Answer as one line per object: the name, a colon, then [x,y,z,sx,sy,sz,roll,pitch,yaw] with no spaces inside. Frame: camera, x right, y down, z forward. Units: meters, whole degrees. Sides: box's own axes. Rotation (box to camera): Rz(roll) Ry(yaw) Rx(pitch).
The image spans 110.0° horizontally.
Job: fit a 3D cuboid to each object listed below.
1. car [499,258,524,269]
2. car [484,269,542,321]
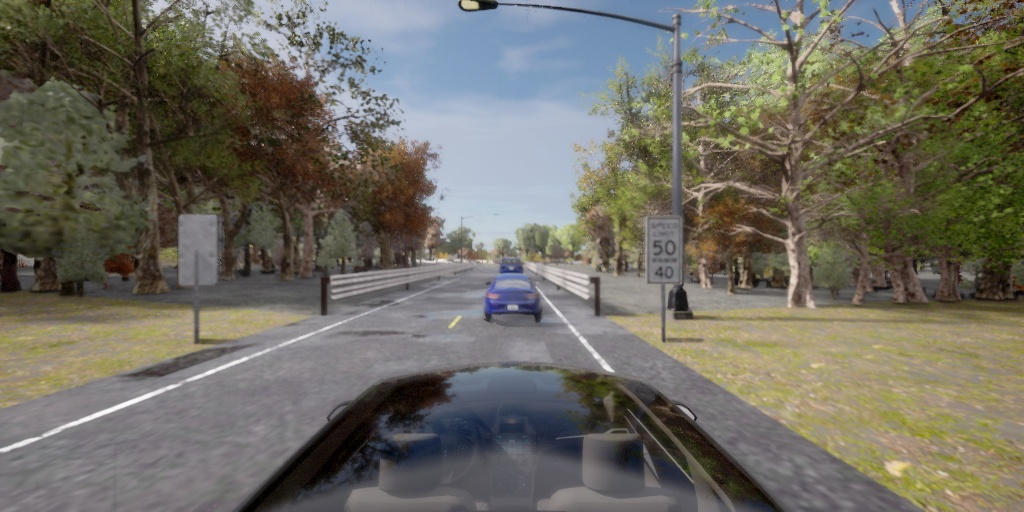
car: [-0.044,1.215,33.939,2.150,2.045,5.566,0,0,0]
car: [0.030,1.360,12.833,1.812,1.442,4.674,0,0,0]
